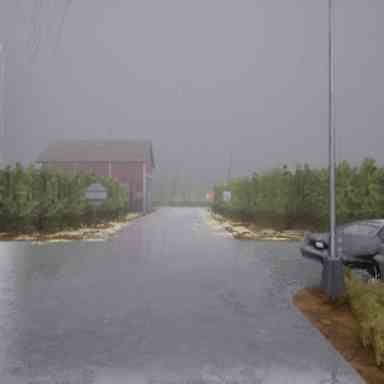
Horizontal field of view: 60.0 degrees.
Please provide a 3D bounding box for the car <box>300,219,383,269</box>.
[{"bbox_3d":[5.839,1.482,9.440,5.357,1.411,2.033,1,-1,-14],"label":"car"}]
